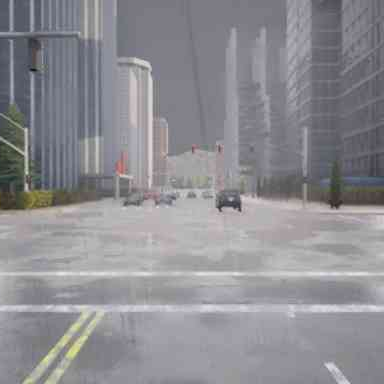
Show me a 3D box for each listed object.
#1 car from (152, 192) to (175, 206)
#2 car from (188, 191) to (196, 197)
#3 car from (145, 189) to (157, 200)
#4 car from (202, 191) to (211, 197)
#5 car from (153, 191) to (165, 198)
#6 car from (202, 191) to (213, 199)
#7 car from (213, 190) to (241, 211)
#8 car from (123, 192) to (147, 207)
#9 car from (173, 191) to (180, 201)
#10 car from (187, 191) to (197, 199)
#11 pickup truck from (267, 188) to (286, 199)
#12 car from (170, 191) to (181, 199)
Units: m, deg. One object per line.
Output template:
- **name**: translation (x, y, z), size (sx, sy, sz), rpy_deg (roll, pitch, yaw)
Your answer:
- **car**: translation (-3.616, 1.013, 42.942), size (1.994, 1.385, 4.181), rpy_deg (0, 1, 0)
- **car**: translation (-0.066, 0.402, 79.369), size (1.895, 1.301, 4.718), rpy_deg (0, 1, 0)
- **car**: translation (-7.090, 0.483, 57.502), size (2.150, 2.045, 5.566), rpy_deg (0, 1, 1)
- **car**: translation (3.434, 0.360, 79.341), size (1.994, 1.385, 4.181), rpy_deg (0, 1, 0)
- **car**: translation (-7.060, 0.601, 72.236), size (2.033, 1.411, 5.357), rpy_deg (0, 1, 0)
- **car**: translation (3.442, 0.696, 69.389), size (1.895, 1.301, 4.718), rpy_deg (0, 1, 0)
- **car**: translation (3.574, 0.795, 33.248), size (2.150, 2.045, 5.566), rpy_deg (0, 1, 0)
- **car**: translation (-7.120, 0.983, 40.561), size (1.837, 1.490, 4.892), rpy_deg (0, 1, 0)
- **car**: translation (-3.591, 0.863, 57.554), size (1.895, 1.301, 4.718), rpy_deg (0, 1, 0)
- **car**: translation (-0.057, 0.621, 69.050), size (2.128, 1.511, 4.902), rpy_deg (0, 1, 0)
- **pickup truck**: translation (16.568, 0.229, 64.797), size (2.390, 2.098, 6.274), rpy_deg (0, 1, 30)
- **car**: translation (-3.560, 0.594, 71.822), size (2.128, 1.511, 4.902), rpy_deg (0, 1, 0)
